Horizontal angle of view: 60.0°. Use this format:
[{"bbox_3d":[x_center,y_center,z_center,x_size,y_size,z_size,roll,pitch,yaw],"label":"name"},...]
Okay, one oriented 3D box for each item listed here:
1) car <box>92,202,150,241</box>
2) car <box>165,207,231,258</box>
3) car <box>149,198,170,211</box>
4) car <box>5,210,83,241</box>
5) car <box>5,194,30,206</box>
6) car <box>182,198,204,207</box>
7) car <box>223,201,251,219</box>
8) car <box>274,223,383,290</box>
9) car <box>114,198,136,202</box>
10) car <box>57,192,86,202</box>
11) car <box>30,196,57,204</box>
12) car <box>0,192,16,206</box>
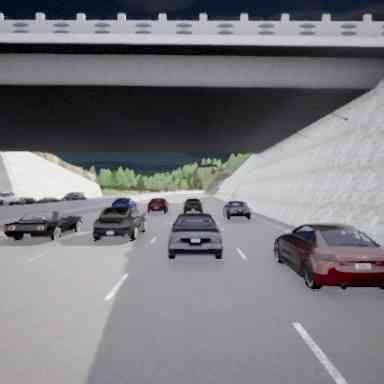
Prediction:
[{"bbox_3d":[-3.395,1.433,16.195,1.837,1.490,4.892,0,0,0],"label":"car"},{"bbox_3d":[0.104,1.491,12.459,2.033,1.411,5.357,0,0,0],"label":"car"},{"bbox_3d":[-3.392,1.326,34.098,1.882,1.535,5.008,0,0,0],"label":"car"},{"bbox_3d":[-6.896,1.529,16.142,1.895,1.301,4.718,0,0,0],"label":"car"},{"bbox_3d":[-24.559,1.331,48.722,2.033,1.411,5.357,0,0,0],"label":"car"},{"bbox_3d":[0.108,1.359,32.683,1.837,1.490,4.892,0,0,0],"label":"car"},{"bbox_3d":[3.607,1.425,27.372,2.033,1.411,5.357,0,0,0],"label":"car"},{"bbox_3d":[3.601,1.523,8.999,1.994,1.385,4.181,0,0,0],"label":"car"},{"bbox_3d":[-6.892,1.326,34.125,1.882,1.535,5.008,0,0,0],"label":"car"},{"bbox_3d":[-17.564,1.002,49.531,2.150,2.045,5.566,0,0,0],"label":"car"},{"bbox_3d":[-21.062,1.331,48.818,2.033,1.411,5.357,0,0,0],"label":"car"},{"bbox_3d":[-28.054,1.001,49.193,2.150,2.045,5.566,0,0,0],"label":"car"}]
